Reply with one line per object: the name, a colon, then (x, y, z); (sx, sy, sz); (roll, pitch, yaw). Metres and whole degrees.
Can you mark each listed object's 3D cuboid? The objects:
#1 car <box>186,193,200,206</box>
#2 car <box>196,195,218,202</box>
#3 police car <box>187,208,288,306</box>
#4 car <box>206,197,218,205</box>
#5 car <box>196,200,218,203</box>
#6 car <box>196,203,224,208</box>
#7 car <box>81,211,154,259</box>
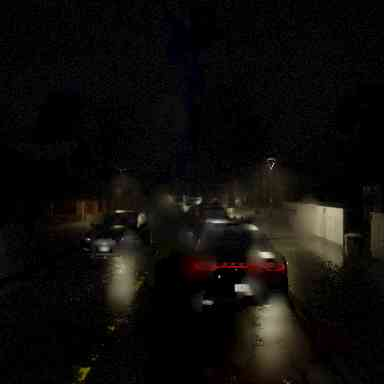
car: (0.333, 1.265, 54.695); (2.150, 2.045, 5.566); (0, 0, 6)
car: (2.189, 1.523, 45.906); (2.128, 1.511, 4.902); (0, 0, 6)
police car: (0.896, 1.427, 8.247); (1.930, 1.638, 5.238); (0, 0, 1)
car: (3.757, 1.651, 61.064); (1.895, 1.301, 4.718); (0, 0, 7)
car: (1.423, 1.537, 24.059); (1.812, 1.442, 4.674); (0, 0, 3)
car: (1.166, 1.533, 18.090); (1.812, 1.442, 4.674); (0, 0, 2)
car: (-2.646, 1.496, 12.726); (2.128, 1.511, 4.902); (0, 0, 2)
